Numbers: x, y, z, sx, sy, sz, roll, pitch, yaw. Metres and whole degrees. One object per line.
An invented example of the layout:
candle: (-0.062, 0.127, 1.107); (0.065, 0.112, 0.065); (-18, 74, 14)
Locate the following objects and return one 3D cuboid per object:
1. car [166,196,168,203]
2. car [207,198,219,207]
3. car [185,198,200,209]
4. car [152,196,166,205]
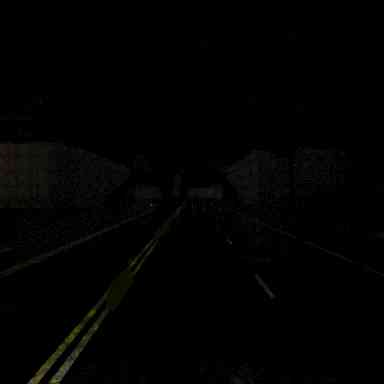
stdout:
car: (-7.029, 1.681, 82.010); (2.097, 1.767, 4.553); (0, 0, 0)
car: (3.581, 1.720, 57.457); (2.128, 1.511, 4.902); (0, 0, 0)
car: (0.083, 1.697, 48.359); (1.837, 1.490, 4.892); (0, 0, 0)
car: (-7.026, 1.746, 67.484); (1.882, 1.535, 5.008); (0, 0, 0)
